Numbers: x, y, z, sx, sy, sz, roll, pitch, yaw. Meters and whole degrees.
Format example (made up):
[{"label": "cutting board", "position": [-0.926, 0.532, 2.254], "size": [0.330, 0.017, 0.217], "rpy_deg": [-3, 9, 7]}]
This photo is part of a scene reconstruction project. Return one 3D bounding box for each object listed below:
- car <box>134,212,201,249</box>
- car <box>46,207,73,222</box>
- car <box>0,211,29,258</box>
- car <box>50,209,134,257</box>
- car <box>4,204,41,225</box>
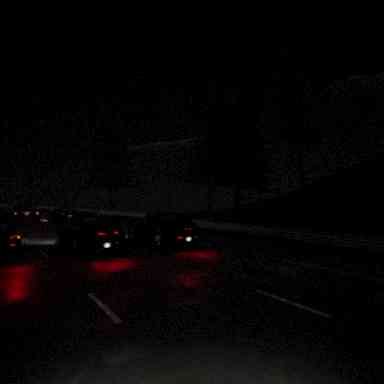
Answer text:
[{"label": "car", "position": [-1.471, 1.742, 16.041], "size": [1.837, 1.490, 4.892], "rpy_deg": [1, -1, -34]}, {"label": "car", "position": [-11.427, 1.988, 29.520], "size": [1.994, 1.385, 4.181], "rpy_deg": [1, -1, -39]}, {"label": "car", "position": [-7.760, 1.708, 12.856], "size": [1.812, 1.442, 4.674], "rpy_deg": [1, -1, -34]}, {"label": "car", "position": [-4.433, 1.711, 14.178], "size": [1.837, 1.490, 4.892], "rpy_deg": [1, -1, -34]}, {"label": "car", "position": [-13.950, 1.735, 27.077], "size": [2.097, 1.767, 4.553], "rpy_deg": [1, -1, -39]}]
